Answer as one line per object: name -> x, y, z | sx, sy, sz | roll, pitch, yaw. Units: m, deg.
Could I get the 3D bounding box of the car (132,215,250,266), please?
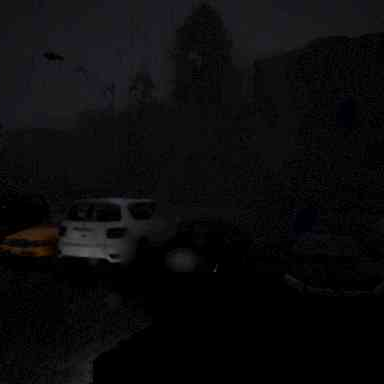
car -> 0.450, 1.500, 9.193 | 2.163, 1.488, 4.792 | 0, -1, 15

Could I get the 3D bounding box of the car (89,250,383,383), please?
car -> 1.613, 1.547, 2.227 | 5.357, 1.411, 2.033 | 0, 0, 35

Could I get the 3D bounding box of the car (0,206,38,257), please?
car -> -4.490, 1.430, 12.473 | 1.946, 1.575, 5.366 | 1, 0, 15

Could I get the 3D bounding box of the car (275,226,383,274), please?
car -> 2.899, 1.525, 7.417 | 2.002, 1.452, 4.674 | 1, 0, 16

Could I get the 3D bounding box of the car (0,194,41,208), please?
car -> -9.329, 1.130, 16.109 | 2.435, 2.045, 5.566 | 1, 0, 16

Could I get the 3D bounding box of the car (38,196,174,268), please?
car -> -1.988, 1.205, 10.936 | 2.435, 2.045, 5.566 | 0, 0, 15
